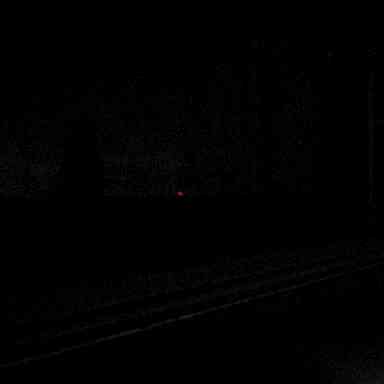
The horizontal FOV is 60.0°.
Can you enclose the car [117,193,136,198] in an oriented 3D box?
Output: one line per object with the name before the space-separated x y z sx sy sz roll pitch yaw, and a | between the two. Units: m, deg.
car | -9.436 1.201 49.231 2.150 2.045 5.566 0 0 -35
